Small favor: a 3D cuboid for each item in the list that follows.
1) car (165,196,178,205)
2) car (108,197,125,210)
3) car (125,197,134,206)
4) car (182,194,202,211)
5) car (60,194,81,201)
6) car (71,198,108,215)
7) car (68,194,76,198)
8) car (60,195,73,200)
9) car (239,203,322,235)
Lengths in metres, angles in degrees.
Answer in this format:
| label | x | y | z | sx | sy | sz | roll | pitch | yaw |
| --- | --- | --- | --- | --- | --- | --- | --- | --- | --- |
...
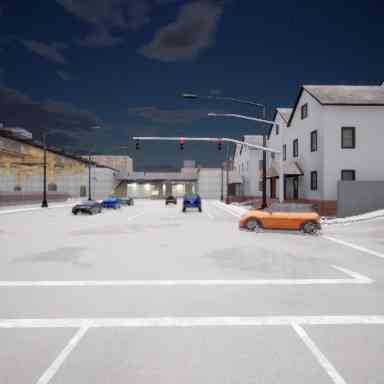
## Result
| label | x | y | z | sx | sy | sz | roll | pitch | yaw |
| --- | --- | --- | --- | --- | --- | --- | --- | --- | --- |
| car | -3.641 | 1.505 | 58.578 | 1.837 | 1.490 | 4.892 | 0 | 0 | 0 |
| car | -10.703 | 1.478 | 44.068 | 1.882 | 1.535 | 5.008 | 0 | 0 | 0 |
| car | -10.718 | 1.526 | 54.343 | 1.812 | 1.442 | 4.674 | 0 | 0 | 0 |
| car | -0.007 | 1.221 | 40.159 | 2.150 | 2.045 | 5.566 | 0 | 0 | 0 |
| car | -32.686 | 1.452 | 89.596 | 2.038 | 1.542 | 4.974 | 0 | 0 | 28 |
| car | -10.683 | 1.547 | 34.345 | 2.033 | 1.411 | 5.357 | 0 | 0 | 0 |
| car | -31.884 | 1.452 | 84.231 | 2.038 | 1.542 | 4.974 | 0 | 0 | -37 |
| car | -31.915 | 1.295 | 84.273 | 1.853 | 1.218 | 4.536 | 0 | 0 | -37 |
| car | 5.017 | 1.406 | 19.188 | 4.553 | 1.767 | 2.097 | 1 | 0 | 14 |
